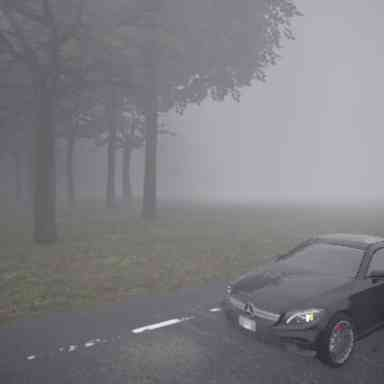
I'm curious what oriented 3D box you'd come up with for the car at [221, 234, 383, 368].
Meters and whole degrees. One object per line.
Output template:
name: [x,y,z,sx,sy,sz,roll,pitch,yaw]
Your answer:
car: [2.652,1.521,5.855,4.674,1.442,1.812,0,0,-35]
